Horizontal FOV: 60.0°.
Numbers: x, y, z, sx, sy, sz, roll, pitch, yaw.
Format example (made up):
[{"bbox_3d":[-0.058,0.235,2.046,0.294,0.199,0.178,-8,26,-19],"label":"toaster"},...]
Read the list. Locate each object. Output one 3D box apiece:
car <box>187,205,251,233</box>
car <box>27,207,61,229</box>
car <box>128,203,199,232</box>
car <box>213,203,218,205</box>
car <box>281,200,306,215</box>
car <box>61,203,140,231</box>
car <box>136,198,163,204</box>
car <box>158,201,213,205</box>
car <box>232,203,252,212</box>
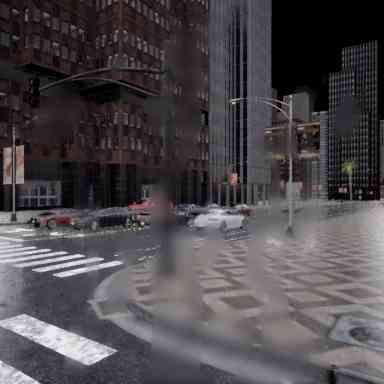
[{"bbox_3d":[1.939,1.839,22.157,1.812,1.442,4.674,0,-1,35],"label":"car"},{"bbox_3d":[-9.264,1.788,23.491,1.994,1.385,4.181,0,-1,36],"label":"car"},{"bbox_3d":[-1.672,1.777,22.666,2.128,1.511,4.902,0,-1,35],"label":"car"},{"bbox_3d":[1.954,2.034,39.515,1.812,1.442,4.674,0,-1,35],"label":"car"},{"bbox_3d":[13.549,2.221,44.396,2.033,1.411,5.357,0,-1,35],"label":"car"},{"bbox_3d":[-5.975,1.748,22.536,1.837,1.490,4.892,0,-1,35],"label":"car"},{"bbox_3d":[-3.976,1.579,31.051,2.150,2.045,5.566,0,-1,35],"label":"car"},{"bbox_3d":[-0.501,1.873,30.346,2.128,1.511,4.902,0,-1,35],"label":"car"},{"bbox_3d":[5.385,2.057,38.730,1.812,1.442,4.674,0,-1,35],"label":"car"}]
